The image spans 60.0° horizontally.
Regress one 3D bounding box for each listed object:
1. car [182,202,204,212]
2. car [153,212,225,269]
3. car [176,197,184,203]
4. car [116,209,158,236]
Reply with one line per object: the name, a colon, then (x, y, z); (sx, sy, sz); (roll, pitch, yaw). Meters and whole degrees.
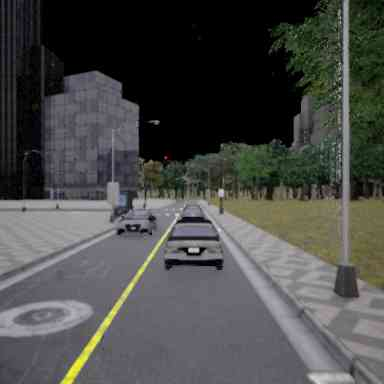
car: (0.078, 1.792, 28.728); (1.994, 1.385, 4.181); (0, 0, 0)
car: (0.068, 1.643, 11.528); (2.033, 1.411, 5.357); (0, 0, 0)
car: (-3.061, 2.126, 88.750); (1.994, 1.385, 4.181); (0, 0, 0)
car: (-3.089, 1.721, 19.403); (1.994, 1.385, 4.181); (0, 0, 0)
